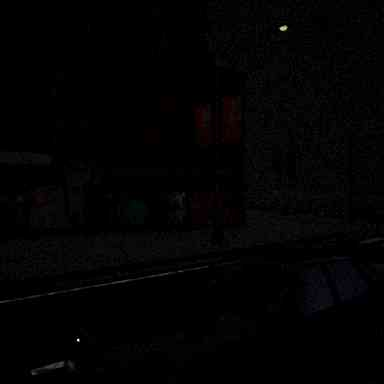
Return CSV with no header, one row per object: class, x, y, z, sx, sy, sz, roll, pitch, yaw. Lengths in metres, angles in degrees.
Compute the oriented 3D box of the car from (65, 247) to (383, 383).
car,1.200,1.547,4.619,5.357,1.411,2.033,0,0,-37
